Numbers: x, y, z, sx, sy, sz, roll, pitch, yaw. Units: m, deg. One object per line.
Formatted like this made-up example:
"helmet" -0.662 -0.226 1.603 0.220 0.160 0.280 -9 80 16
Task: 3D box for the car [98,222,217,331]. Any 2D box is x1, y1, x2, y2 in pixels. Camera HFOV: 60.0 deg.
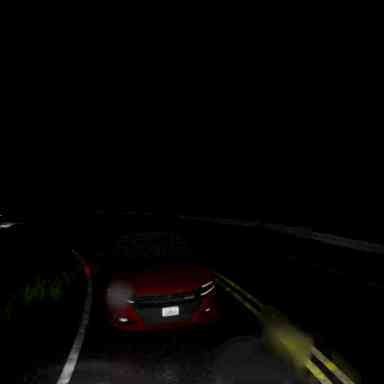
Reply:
"car" -1.008 1.497 7.285 1.882 1.535 5.008 -1 0 -16

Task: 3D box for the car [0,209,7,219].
"car" -17.810 1.988 29.267 1.837 1.490 4.892 -6 3 -41
